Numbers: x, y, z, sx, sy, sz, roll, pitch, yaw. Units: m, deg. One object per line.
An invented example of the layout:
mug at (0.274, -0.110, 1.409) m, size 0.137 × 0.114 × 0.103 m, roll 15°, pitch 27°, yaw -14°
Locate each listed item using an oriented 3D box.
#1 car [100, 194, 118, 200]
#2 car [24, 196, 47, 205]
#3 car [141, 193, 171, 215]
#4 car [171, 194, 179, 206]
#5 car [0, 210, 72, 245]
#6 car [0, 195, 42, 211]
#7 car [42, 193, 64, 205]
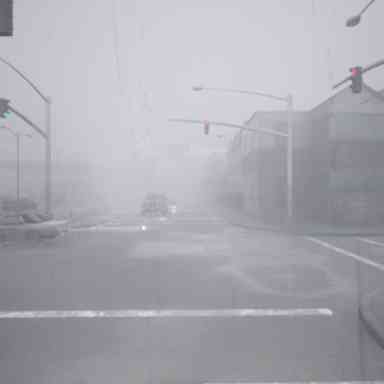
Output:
car at (-22.019, 1.421, 88.531) m, size 4.611 × 1.667 × 2.242 m, roll 0°, pitch 0°, yaw 0°
car at (-25.858, 1.397, 55.138) m, size 1.970 × 1.475 × 3.806 m, roll 0°, pitch 0°, yaw 0°
car at (-3.544, 1.130, 32.503) m, size 2.150 × 2.045 × 5.566 m, roll 0°, pitch 0°, yaw 0°
car at (-3.471, 1.455, 51.620) m, size 1.895 × 1.301 × 4.718 m, roll 0°, pitch 0°, yaw 1°
car at (-8.108, 1.664, 15.119) m, size 4.718 × 1.301 × 1.895 m, roll -2°, pitch 0°, yaw 0°
car at (-18.860, 1.386, 36.655) m, size 2.007 × 1.523 × 4.514 m, roll 0°, pitch 0°, yaw 0°
car at (-22.532, 1.114, 54.529) m, size 1.905 × 1.878 × 3.866 m, roll 0°, pitch 0°, yaw 0°
